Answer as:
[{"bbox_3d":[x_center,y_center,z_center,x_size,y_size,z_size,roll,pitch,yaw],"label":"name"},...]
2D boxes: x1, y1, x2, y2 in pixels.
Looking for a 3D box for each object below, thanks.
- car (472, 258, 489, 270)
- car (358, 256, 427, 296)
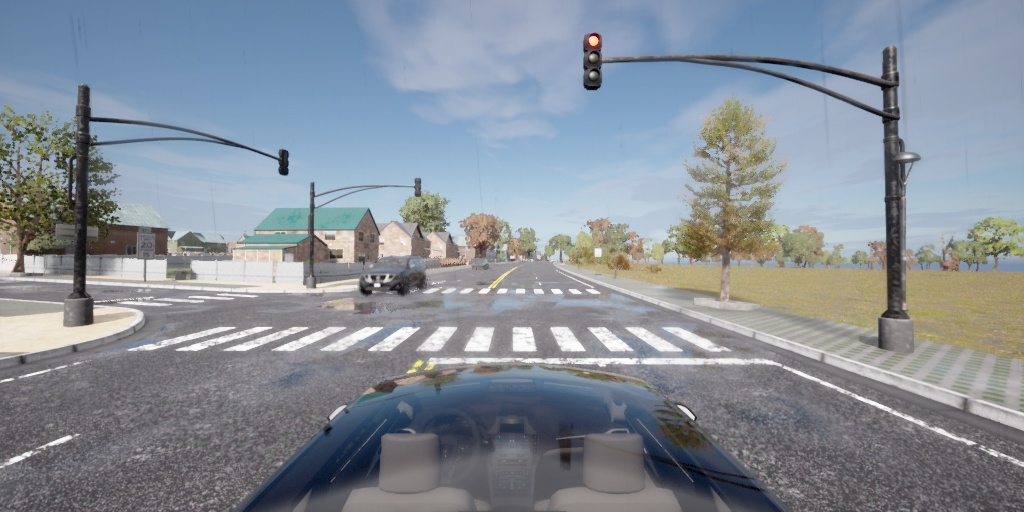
[{"bbox_3d":[-4.798,1.171,54.684,2.097,1.767,4.553,0,0,3],"label":"car"},{"bbox_3d":[-6.266,1.017,19.589,2.150,2.045,5.566,0,0,1],"label":"car"}]
